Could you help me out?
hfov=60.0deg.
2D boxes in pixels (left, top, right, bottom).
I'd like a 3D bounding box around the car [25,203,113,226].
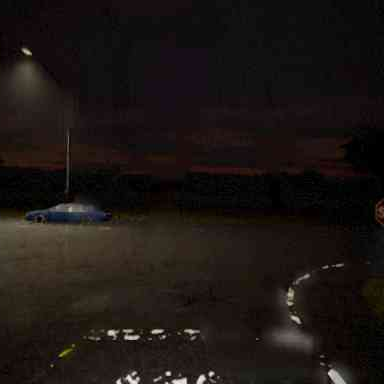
[{"bbox_3d":[-8.013,1.413,21.965,5.357,1.411,2.033,1,1,0],"label":"car"}]
